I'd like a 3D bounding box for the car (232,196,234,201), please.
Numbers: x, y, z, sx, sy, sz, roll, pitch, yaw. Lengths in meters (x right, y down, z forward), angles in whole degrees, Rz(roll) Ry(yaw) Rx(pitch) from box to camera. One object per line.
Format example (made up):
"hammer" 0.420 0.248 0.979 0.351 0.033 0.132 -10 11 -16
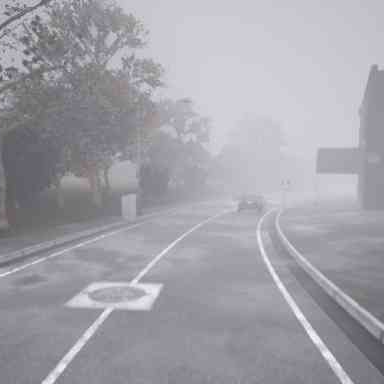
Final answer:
"car" 6.940 0.568 43.075 2.033 1.411 5.357 3 3 27

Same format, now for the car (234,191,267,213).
"car" 5.675 0.887 30.751 2.097 1.767 4.553 2 2 19
